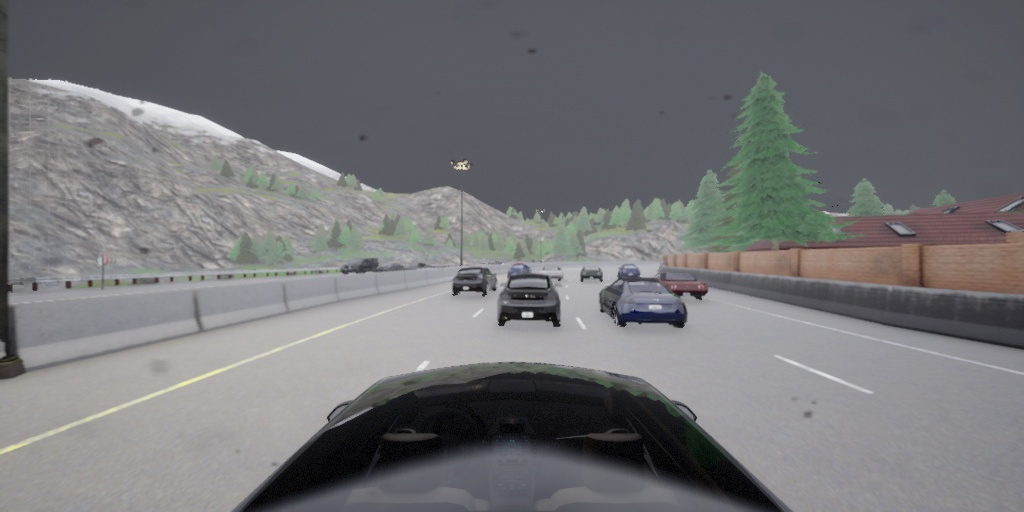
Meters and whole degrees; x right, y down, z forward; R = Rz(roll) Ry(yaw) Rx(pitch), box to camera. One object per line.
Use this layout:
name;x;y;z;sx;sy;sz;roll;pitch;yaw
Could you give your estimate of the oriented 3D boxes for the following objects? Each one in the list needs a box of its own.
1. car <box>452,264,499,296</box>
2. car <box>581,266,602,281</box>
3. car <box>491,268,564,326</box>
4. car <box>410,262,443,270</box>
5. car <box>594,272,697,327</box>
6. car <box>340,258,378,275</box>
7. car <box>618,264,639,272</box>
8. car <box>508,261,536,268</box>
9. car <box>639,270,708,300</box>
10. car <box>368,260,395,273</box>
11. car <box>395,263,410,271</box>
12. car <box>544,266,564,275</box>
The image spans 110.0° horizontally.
car;-2.010;1.387;20.410;1.837;1.490;4.892;0;-1;7
car;7.271;1.582;32.777;1.895;1.301;4.718;0;0;12
car;0.618;1.331;12.041;1.837;1.490;4.892;0;0;5
car;-9.136;1.617;40.225;1.895;1.301;4.718;0;0;14
car;4.124;1.393;11.904;1.994;1.385;4.181;0;0;5
car;-18.804;1.256;44.741;2.150;2.045;5.566;0;0;15
car;11.393;1.527;34.914;1.812;1.442;4.674;0;0;14
car;0.850;1.523;35.983;1.812;1.442;4.674;0;0;13
car;8.332;1.482;18.729;1.895;1.301;4.718;0;0;7
car;-15.151;1.591;44.914;2.033;1.411;5.357;0;0;15
car;-11.776;1.545;43.830;1.837;1.490;4.892;0;-1;15
car;3.761;1.581;33.107;1.895;1.301;4.718;0;0;12
